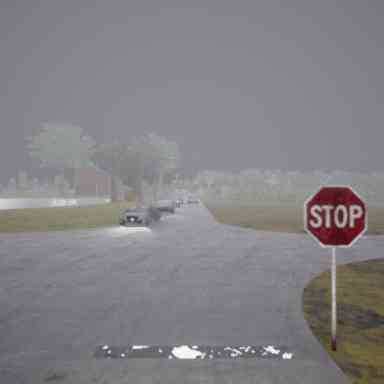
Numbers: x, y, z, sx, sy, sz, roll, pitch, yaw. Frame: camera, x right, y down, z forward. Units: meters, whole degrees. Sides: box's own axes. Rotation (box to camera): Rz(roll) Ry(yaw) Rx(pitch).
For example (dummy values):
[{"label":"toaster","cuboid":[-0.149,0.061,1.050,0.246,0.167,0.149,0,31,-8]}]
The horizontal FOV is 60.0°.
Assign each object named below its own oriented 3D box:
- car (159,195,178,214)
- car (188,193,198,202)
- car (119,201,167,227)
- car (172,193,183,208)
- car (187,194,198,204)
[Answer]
[{"label":"car","cuboid":[-2.760,1.459,34.756,1.882,1.535,5.008,0,1,0]},{"label":"car","cuboid":[0.171,1.119,71.169,2.097,1.767,4.553,0,0,0]},{"label":"car","cuboid":[-3.415,1.557,22.939,1.994,1.385,4.181,0,0,10]},{"label":"car","cuboid":[-2.721,1.320,46.659,2.097,1.767,4.553,0,0,0]},{"label":"car","cuboid":[0.147,1.513,61.158,1.994,1.385,4.181,0,0,0]}]
